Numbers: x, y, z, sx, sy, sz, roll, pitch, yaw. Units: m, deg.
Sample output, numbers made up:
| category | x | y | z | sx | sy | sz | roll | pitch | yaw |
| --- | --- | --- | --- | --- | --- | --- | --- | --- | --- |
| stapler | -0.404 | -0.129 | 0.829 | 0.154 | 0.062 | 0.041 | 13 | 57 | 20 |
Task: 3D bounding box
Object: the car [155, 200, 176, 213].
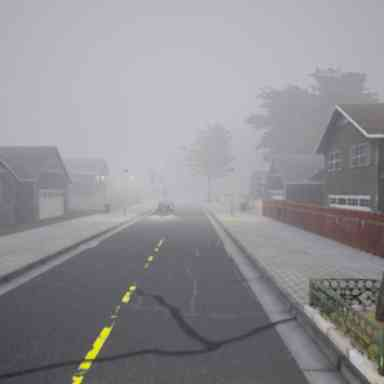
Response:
| category | x | y | z | sx | sy | sz | roll | pitch | yaw |
| --- | --- | --- | --- | --- | --- | --- | --- | --- | --- |
| car | -2.773 | 1.574 | 35.198 | 1.895 | 1.301 | 4.718 | 0 | 0 | 0 |
